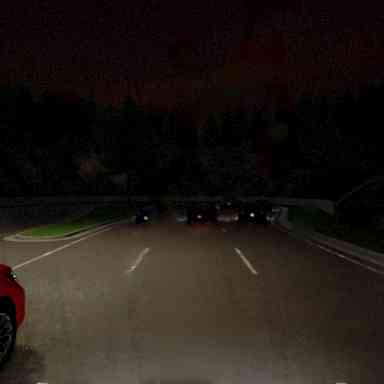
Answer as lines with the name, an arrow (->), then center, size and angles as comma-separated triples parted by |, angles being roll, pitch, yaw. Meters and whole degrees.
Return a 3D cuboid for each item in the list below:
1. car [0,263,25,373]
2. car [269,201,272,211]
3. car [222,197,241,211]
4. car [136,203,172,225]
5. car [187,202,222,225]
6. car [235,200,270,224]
car -> -3.402, 1.219, 2.282 | 2.150, 2.045, 5.566 | 0, 0, 0
car -> 8.035, 1.563, 38.075 | 1.994, 1.385, 4.181 | 0, 0, 16
car -> 4.799, 1.353, 39.469 | 2.097, 1.767, 4.553 | 0, 0, 16
car -> -2.701, 1.526, 24.062 | 1.812, 1.442, 4.674 | 0, 0, 8
car -> 0.896, 1.478, 24.403 | 1.882, 1.535, 5.008 | 0, 0, 9
car -> 4.573, 1.565, 25.025 | 1.994, 1.385, 4.181 | 0, 0, 11
